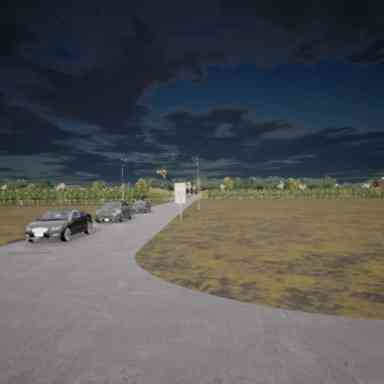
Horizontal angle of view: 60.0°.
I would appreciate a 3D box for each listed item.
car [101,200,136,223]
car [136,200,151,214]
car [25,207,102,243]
[{"bbox_3d":[-6.357,1.537,27.265,2.097,1.767,4.553,-2,0,2],"label":"car"},{"bbox_3d":[-5.979,1.744,39.081,1.837,1.490,4.892,-2,0,2],"label":"car"},{"bbox_3d":[-6.697,1.640,17.245,2.128,1.511,4.902,-2,0,3],"label":"car"}]
